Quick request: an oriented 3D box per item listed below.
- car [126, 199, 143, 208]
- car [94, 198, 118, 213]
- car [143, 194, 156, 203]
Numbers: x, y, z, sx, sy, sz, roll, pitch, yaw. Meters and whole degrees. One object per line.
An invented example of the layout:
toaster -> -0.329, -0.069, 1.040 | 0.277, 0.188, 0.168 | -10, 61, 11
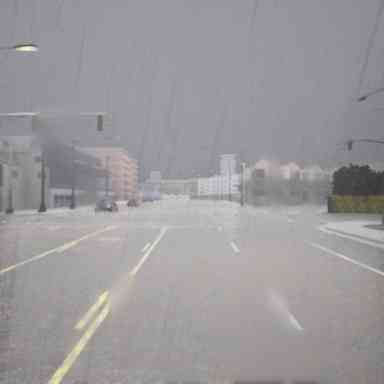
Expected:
car -> -10.523, 2.052, 59.639 | 1.837, 1.490, 4.892 | 0, 2, 0
car -> -10.539, 1.645, 41.066 | 2.097, 1.767, 4.553 | 0, -1, 0
car -> -10.530, 1.560, 79.894 | 2.150, 2.045, 5.566 | 0, 1, 0
